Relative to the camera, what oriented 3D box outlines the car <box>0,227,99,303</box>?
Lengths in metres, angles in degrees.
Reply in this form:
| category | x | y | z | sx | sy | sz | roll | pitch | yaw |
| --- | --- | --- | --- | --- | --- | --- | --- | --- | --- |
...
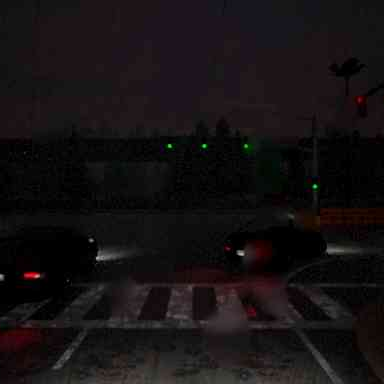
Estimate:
| category | x | y | z | sx | sy | sz | roll | pitch | yaw |
| --- | --- | --- | --- | --- | --- | --- | --- | --- | --- |
| car | -3.756 | 1.607 | 8.501 | 2.033 | 1.411 | 5.357 | 0 | 0 | -5 |

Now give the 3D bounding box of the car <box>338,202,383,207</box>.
| category | x | y | z | sx | sy | sz | roll | pitch | yaw |
| --- | --- | --- | --- | --- | --- | --- | --- | --- | --- |
| car | 16.885 | 1.708 | 31.306 | 4.902 | 1.511 | 2.128 | 0 | 0 | 0 |

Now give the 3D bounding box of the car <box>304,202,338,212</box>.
| category | x | y | z | sx | sy | sz | roll | pitch | yaw |
| --- | --- | --- | --- | --- | --- | --- | --- | --- | --- |
| car | 14.083 | 1.766 | 34.818 | 4.674 | 1.442 | 1.812 | 0 | 0 | 2 |

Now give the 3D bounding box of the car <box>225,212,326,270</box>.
| category | x | y | z | sx | sy | sz | roll | pitch | yaw |
| --- | --- | --- | --- | --- | --- | --- | --- | --- | --- |
| car | 2.927 | 1.605 | 11.373 | 1.812 | 1.442 | 4.674 | -2 | -1 | 40 |
